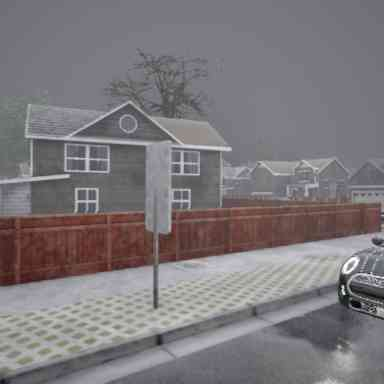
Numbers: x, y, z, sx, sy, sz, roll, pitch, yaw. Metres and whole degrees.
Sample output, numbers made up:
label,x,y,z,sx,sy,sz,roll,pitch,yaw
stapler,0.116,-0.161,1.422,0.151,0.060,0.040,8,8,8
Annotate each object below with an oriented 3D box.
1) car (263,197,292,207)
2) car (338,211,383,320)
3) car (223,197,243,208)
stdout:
label,x,y,z,sx,sy,sz,roll,pitch,yaw
car,9.491,1.292,34.617,2.097,1.767,4.553,0,0,-26
car,4.942,1.367,6.670,4.553,1.767,2.097,0,0,-36
car,4.966,1.424,44.183,1.812,1.442,4.674,0,0,-26
